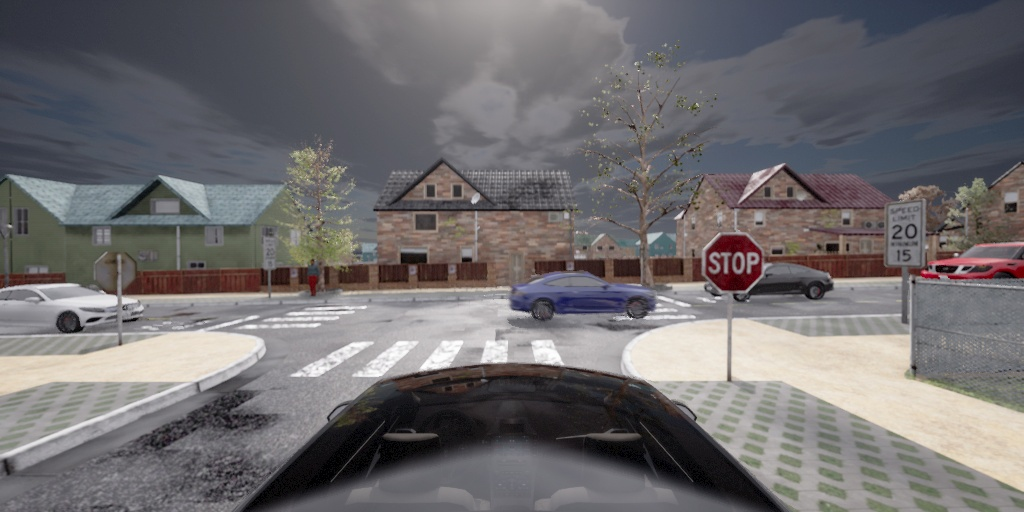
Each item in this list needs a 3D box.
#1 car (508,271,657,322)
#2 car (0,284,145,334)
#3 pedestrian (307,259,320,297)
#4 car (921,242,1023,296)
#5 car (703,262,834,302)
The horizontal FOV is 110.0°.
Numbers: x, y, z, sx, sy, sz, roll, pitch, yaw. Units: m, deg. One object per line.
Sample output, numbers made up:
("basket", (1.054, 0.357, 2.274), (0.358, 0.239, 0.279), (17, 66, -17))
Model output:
("car", (2.199, 1.223, 11.587), (4.674, 1.442, 1.812), (-1, 1, 0))
("car", (-14.755, 1.626, 11.532), (4.674, 1.442, 1.812), (-1, 1, 0))
("pedestrian", (-9.675, 1.049, 17.401), (0.375, 1.860, 0.375), (0, 2, 0))
("car", (20.274, 0.458, 14.593), (5.566, 2.045, 2.150), (-1, 1, -1))
("car", (10.322, 0.997, 14.560), (4.674, 1.442, 1.812), (-1, 1, 0))
